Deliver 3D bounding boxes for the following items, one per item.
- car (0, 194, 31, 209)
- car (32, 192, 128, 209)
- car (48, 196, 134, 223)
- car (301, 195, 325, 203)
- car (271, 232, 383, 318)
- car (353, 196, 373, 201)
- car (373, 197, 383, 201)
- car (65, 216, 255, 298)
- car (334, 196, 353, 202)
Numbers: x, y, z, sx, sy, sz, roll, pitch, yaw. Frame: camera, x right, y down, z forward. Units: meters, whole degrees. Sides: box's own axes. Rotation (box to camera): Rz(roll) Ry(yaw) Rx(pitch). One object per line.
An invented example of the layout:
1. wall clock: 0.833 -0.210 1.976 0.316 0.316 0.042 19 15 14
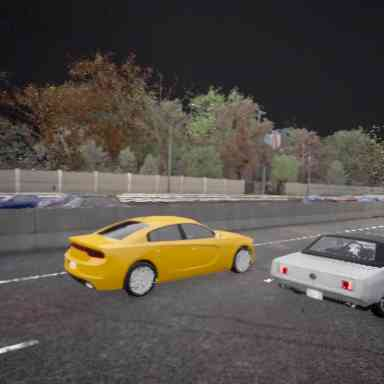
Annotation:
1. car: -13.232 0.876 25.258 4.674 1.442 1.812 1 1 -40
2. car: -5.698 0.970 17.871 4.553 1.767 2.097 1 1 -40
3. car: -6.518 1.038 21.754 4.902 1.511 2.128 1 1 -40
4. car: 19.130 1.229 52.324 4.674 1.442 1.812 1 1 -40
5. car: 3.928 1.576 7.424 4.718 1.301 1.895 1 1 -40
6. car: 26.420 1.386 49.302 5.008 1.535 1.882 1 1 -40
7. car: 27.057 1.454 45.281 5.008 1.535 1.882 1 1 -40
8. car: -0.491 1.343 8.280 5.008 1.535 1.882 1 1 -40
9. car: 24.082 1.299 51.904 5.008 1.535 1.882 1 1 -39
